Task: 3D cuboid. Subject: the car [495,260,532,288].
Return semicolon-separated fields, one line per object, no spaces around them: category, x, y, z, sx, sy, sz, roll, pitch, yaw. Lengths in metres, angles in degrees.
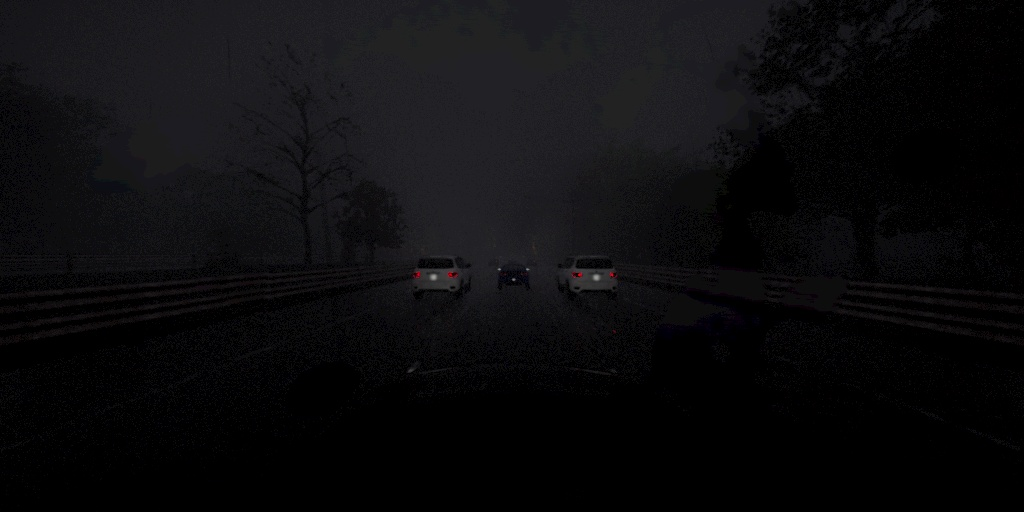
car;0.102;1.224;23.466;1.882;1.535;5.008;0;0;0

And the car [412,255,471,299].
car;-3.399;0.970;18.223;2.150;2.045;5.566;0;0;0

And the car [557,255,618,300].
car;3.602;0.970;17.974;2.150;2.045;5.566;0;0;0
